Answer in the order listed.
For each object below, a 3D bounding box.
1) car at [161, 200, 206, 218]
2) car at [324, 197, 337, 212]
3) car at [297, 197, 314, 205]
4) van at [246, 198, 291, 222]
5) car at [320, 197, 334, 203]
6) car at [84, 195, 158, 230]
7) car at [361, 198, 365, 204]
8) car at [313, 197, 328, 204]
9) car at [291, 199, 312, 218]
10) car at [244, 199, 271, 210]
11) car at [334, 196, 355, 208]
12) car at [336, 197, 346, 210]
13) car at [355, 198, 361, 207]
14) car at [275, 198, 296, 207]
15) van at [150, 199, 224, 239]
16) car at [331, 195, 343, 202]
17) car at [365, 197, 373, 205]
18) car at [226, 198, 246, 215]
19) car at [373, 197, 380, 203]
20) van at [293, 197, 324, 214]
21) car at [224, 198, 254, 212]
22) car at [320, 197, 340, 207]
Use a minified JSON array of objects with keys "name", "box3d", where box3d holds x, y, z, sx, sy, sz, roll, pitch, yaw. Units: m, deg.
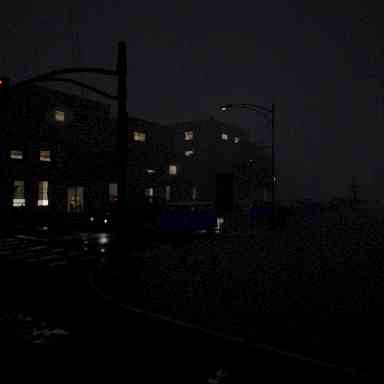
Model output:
[{"name":"car","box3d":[-0.725,1.559,31.407,1.752,1.417,4.829,0,0,35]},{"name":"car","box3d":[15.844,1.671,40.402,1.752,1.417,4.829,0,0,35]},{"name":"car","box3d":[21.604,1.706,63.165,1.887,1.381,4.507,0,0,35]},{"name":"van","box3d":[6.219,1.436,26.712,1.690,1.788,3.998,0,0,35]},{"name":"car","box3d":[31.131,1.793,76.716,1.947,1.339,4.313,0,0,35]},{"name":"car","box3d":[-4.294,1.248,21.821,2.150,2.045,5.566,1,0,35]},{"name":"car","box3d":[28.547,1.748,58.470,1.752,1.417,4.829,0,0,35]},{"name":"car","box3d":[27.857,1.729,72.060,1.752,1.417,4.829,0,0,35]},{"name":"car","box3d":[9.393,1.656,31.228,1.887,1.381,4.507,0,0,35]},{"name":"car","box3d":[8.901,1.629,45.098,1.887,1.381,4.507,0,0,35]},{"name":"car","box3d":[22.099,1.497,49.297,2.192,1.841,5.009,0,0,35]},{"name":"car","box3d":[18.921,1.729,44.779,1.947,1.339,4.313,0,0,35]},{"name":"car","box3d":[25.275,1.517,53.814,2.192,1.841,5.009,0,0,35]},{"name":"car","box3d":[15.252,1.666,54.131,1.887,1.381,4.507,0,0,35]},{"name":"van","box3d":[-0.133,1.407,17.677,1.690,1.788,3.998,0,0,35]},{"name":"car","box3d":[37.483,1.713,85.750,1.967,1.590,4.097,0,0,35]},{"name":"car","box3d":[34.801,1.810,67.365,1.887,1.381,4.507,0,0,35]},{"name":"car","box3d":[2.984,1.538,32.169,1.882,1.535,5.008,1,0,35]},{"name":"car","box3d":[44.328,1.900,80.916,1.947,1.339,4.313,0,0,35]},{"name":"van","box3d":[12.571,1.469,35.745,1.690,1.788,3.998,0,0,35]},{"name":"car","box3d":[5.726,1.507,40.581,1.967,1.590,4.097,0,0,35]},{"name":"car","box3d":[22.731,1.658,54.699,1.882,1.535,5.008,1,0,35]}]
